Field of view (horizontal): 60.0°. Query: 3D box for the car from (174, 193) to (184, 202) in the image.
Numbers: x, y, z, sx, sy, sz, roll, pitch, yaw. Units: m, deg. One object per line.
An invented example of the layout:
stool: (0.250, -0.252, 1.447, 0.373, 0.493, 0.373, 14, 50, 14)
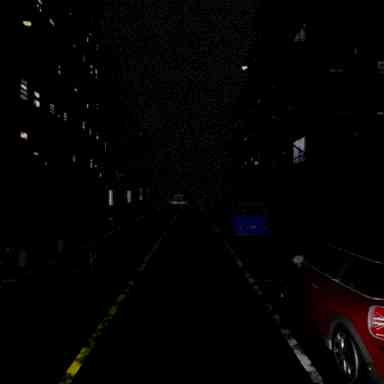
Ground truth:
car: (-3.001, 1.145, 75.929, 2.150, 2.045, 5.566, 0, 0, 0)

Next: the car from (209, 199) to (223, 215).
car: (2.692, 1.537, 27.916, 1.887, 1.381, 4.507, 0, 0, 0)

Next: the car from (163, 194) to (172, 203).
car: (-5.689, 1.408, 67.375, 1.967, 1.590, 4.097, 0, 0, 0)

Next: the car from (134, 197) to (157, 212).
car: (-5.689, 1.552, 39.191, 1.947, 1.339, 4.313, 0, 0, 0)

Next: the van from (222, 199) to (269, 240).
van: (2.692, 1.337, 16.643, 1.690, 1.788, 3.998, 0, 0, 0)

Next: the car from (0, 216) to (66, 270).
car: (-5.689, 1.542, 11.010, 1.887, 1.381, 4.507, 0, 0, 0)

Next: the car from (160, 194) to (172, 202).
car: (-5.688, 1.278, 73.011, 2.192, 1.841, 5.009, 0, 0, 0)

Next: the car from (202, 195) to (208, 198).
car: (2.693, 1.295, 50.461, 2.192, 1.841, 5.009, 0, 0, 0)

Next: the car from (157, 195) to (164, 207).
car: (-5.689, 1.505, 50.295, 1.752, 1.417, 4.829, 0, 0, 0)

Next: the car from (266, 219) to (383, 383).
car: (2.692, 1.439, 5.370, 1.967, 1.590, 4.097, 0, 0, 0)

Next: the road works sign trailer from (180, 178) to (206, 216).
road works sign trailer: (0.016, 0.453, 32.704, 2.380, 3.560, 2.880, 0, 0, 0)

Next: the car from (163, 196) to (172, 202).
car: (-5.690, 1.541, 78.648, 1.802, 1.307, 4.206, 0, 0, 0)

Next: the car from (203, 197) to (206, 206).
car: (2.692, 1.537, 39.188, 2.008, 1.369, 4.403, 0, 0, 0)

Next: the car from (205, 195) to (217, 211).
car: (2.692, 1.430, 33.553, 1.967, 1.590, 4.097, 0, 0, 0)

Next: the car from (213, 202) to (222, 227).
car: (2.691, 1.560, 22.280, 1.947, 1.339, 4.313, 0, 0, 0)
